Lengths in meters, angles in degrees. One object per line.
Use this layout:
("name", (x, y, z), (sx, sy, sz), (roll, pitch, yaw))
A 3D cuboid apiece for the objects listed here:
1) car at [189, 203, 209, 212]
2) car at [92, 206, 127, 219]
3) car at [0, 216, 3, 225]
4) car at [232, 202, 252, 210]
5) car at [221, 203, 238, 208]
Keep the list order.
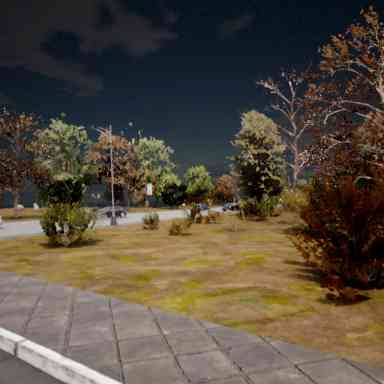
("car", (1.266, 2.618, 56.330), (1.994, 1.385, 4.181), (-3, -2, 32))
("car", (-9.734, 2.418, 38.901), (1.837, 1.490, 4.892), (-3, 0, 32))
("car", (-17.679, 2.410, 26.602), (1.812, 1.442, 4.674), (-3, -1, 34))
("car", (9.424, 2.577, 62.483), (1.895, 1.301, 4.718), (-3, -2, 33))
("car", (6.312, 2.312, 51.004), (1.895, 1.301, 4.718), (-3, -2, 32))
